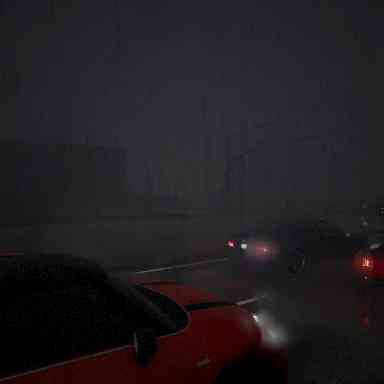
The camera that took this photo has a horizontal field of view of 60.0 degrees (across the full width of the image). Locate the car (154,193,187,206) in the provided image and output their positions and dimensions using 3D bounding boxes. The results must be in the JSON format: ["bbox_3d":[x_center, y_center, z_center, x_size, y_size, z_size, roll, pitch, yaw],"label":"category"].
[{"bbox_3d":[-3.628,1.221,54.183,2.150,2.045,5.566,0,0,-35],"label":"car"}]

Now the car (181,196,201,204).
[{"bbox_3d":[-0.220,1.564,67.440,1.994,1.385,4.181,0,0,-37],"label":"car"}]

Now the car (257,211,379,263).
[{"bbox_3d":[3.507,1.547,10.593,5.357,1.411,2.033,0,0,-35],"label":"car"}]

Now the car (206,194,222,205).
[{"bbox_3d":[2.404,1.547,57.797,2.033,1.411,5.357,0,0,-36],"label":"car"}]

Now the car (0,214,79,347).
[{"bbox_3d":[-4.310,1.352,4.972,4.553,1.767,2.097,0,0,-35],"label":"car"}]

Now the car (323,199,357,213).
[{"bbox_3d":[15.080,1.477,33.162,5.008,1.535,1.882,0,0,-35],"label":"car"}]

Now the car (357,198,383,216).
[{"bbox_3d":[17.762,1.352,30.775,4.553,1.767,2.097,0,0,-35],"label":"car"}]

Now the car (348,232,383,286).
[{"bbox_3d":[6.079,1.601,8.122,4.718,1.301,1.895,0,0,-35],"label":"car"}]

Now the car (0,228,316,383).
[{"bbox_3d":[-1.252,1.352,2.854,4.553,1.767,2.097,0,0,-35],"label":"car"}]

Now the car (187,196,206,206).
[{"bbox_3d":[-0.596,1.547,55.968,2.033,1.411,5.357,0,0,-36],"label":"car"}]

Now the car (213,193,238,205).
[{"bbox_3d":[5.659,1.222,59.287,2.150,2.045,5.566,0,0,-36],"label":"car"}]

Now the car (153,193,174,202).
[{"bbox_3d":[-6.500,1.225,76.123,2.150,2.045,5.566,0,0,-36],"label":"car"}]

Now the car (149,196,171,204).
[{"bbox_3d":[-6.183,1.505,63.707,1.837,1.490,4.892,0,0,-36],"label":"car"}]
